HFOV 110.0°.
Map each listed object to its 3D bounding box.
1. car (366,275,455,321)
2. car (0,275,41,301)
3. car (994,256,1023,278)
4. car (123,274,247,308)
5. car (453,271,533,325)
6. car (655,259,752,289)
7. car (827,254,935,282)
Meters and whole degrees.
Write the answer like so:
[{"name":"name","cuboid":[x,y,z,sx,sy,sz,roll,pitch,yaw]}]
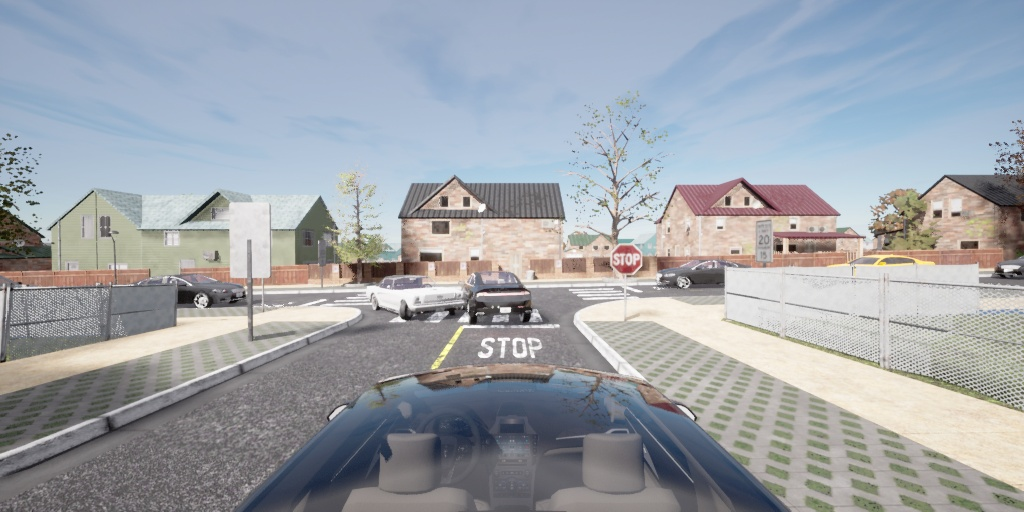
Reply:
[{"name":"car","cuboid":[-3.597,1.368,12.852,1.895,1.301,4.718,0,0,-38]},{"name":"car","cuboid":[-24.232,1.648,16.317,4.553,1.767,2.097,-1,1,0]},{"name":"car","cuboid":[29.394,0.478,19.458,4.902,1.511,2.128,-1,1,0]},{"name":"car","cuboid":[-14.895,1.566,16.353,4.902,1.511,2.128,-1,1,0]},{"name":"car","cuboid":[-0.680,1.242,11.991,2.128,1.511,4.902,0,0,-12]},{"name":"car","cuboid":[10.340,0.926,19.394,4.902,1.511,2.128,-1,1,0]},{"name":"car","cuboid":[19.770,0.690,19.426,5.008,1.535,1.882,-1,1,-1]}]
